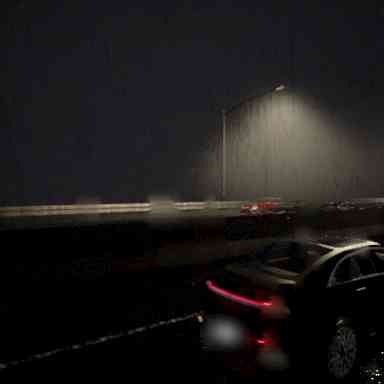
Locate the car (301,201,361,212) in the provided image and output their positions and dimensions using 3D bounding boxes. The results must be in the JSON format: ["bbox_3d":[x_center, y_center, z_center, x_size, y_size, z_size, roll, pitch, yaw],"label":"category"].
[{"bbox_3d":[10.412,1.457,24.123,4.892,1.490,1.837,0,0,-35],"label":"car"}]

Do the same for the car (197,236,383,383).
[{"bbox_3d":[2.376,1.478,5.421,4.902,1.511,2.128,0,0,-35],"label":"car"}]

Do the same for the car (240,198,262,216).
[{"bbox_3d":[6.430,1.302,29.878,4.553,1.767,2.097,0,0,-35],"label":"car"}]

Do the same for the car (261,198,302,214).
[{"bbox_3d":[8.240,1.429,26.876,5.008,1.535,1.882,0,0,-35],"label":"car"}]
